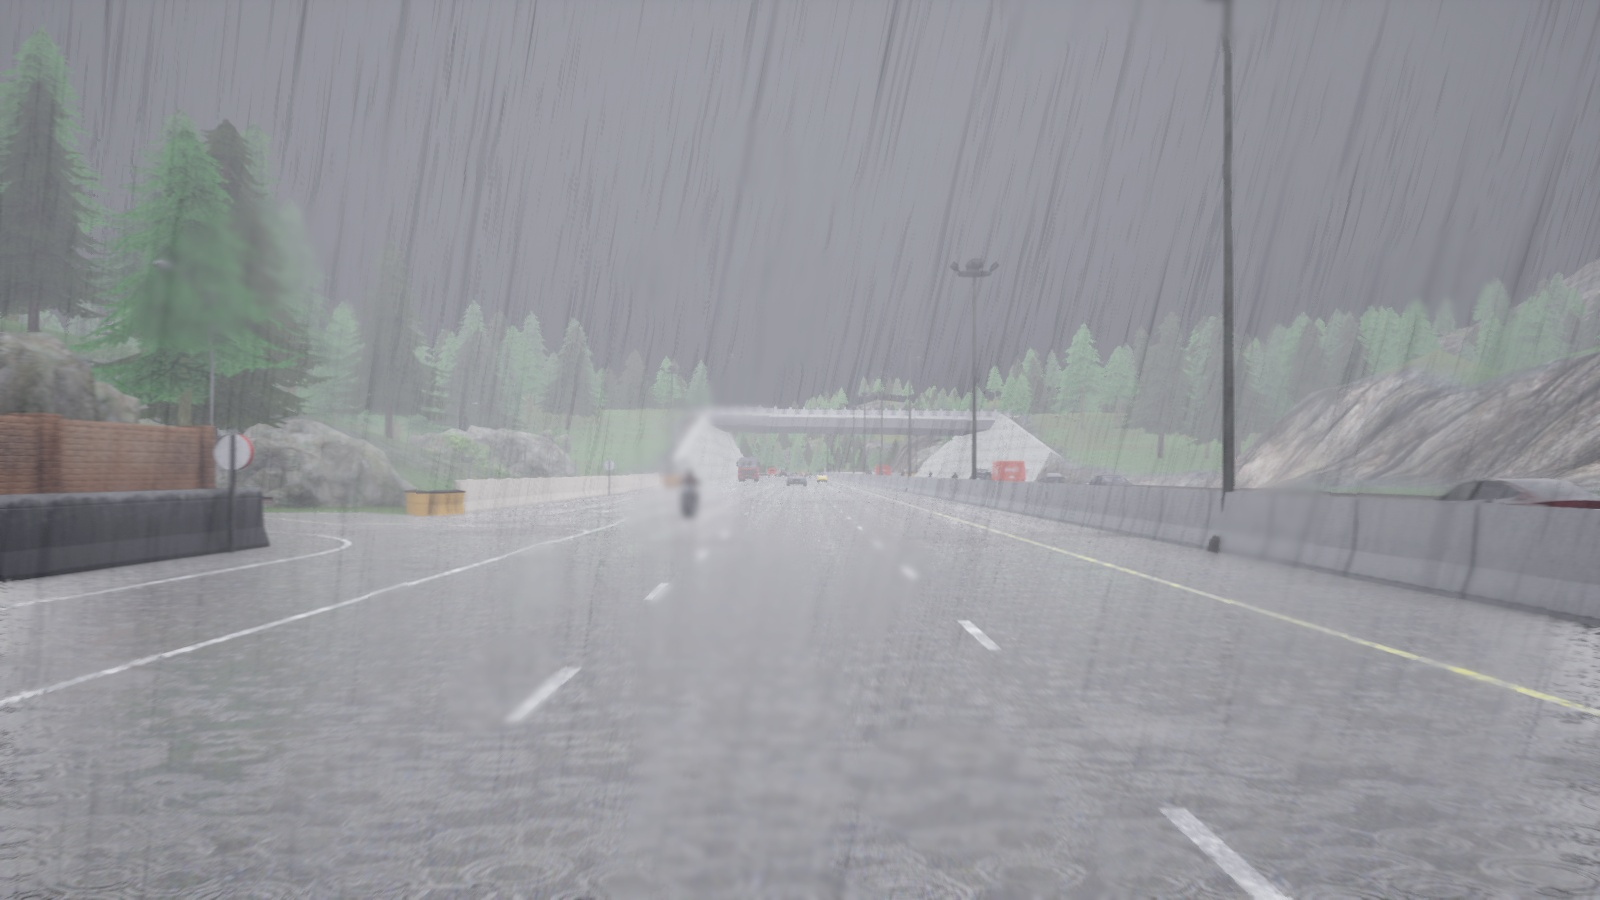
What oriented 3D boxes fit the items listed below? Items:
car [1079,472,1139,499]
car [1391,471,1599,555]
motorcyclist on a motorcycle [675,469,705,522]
[{"bbox_3d":[17.330,1.976,70.752,2.033,1.411,5.357,0,-1,0],"label":"car"},{"bbox_3d":[13.939,1.175,24.900,2.163,1.488,4.792,0,-1,0],"label":"car"},{"bbox_3d":[-3.600,1.468,41.199,0.766,1.649,2.350,0,-1,0],"label":"motorcyclist on a motorcycle"}]
